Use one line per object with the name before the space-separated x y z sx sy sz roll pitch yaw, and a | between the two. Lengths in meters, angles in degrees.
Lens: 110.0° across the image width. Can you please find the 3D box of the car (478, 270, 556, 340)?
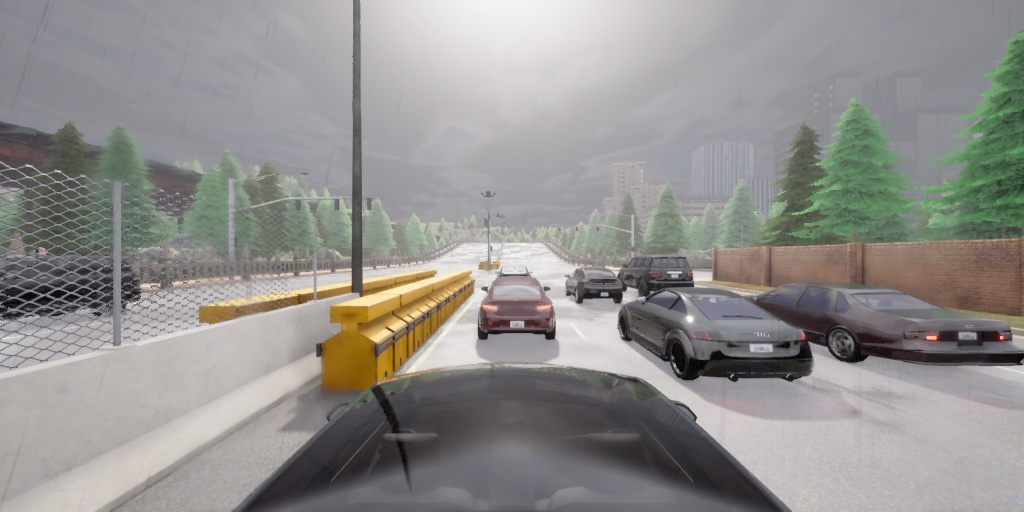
car | 0.109 1.276 9.863 1.812 1.442 4.674 0 0 0

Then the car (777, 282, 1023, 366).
car | 7.106 1.297 8.099 2.033 1.411 5.357 0 0 0

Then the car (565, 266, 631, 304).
car | 3.613 1.255 16.401 1.837 1.490 4.892 0 0 0

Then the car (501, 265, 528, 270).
car | 0.116 1.241 19.109 2.128 1.511 4.902 0 0 0

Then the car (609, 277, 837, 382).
car | 3.610 1.314 7.234 1.994 1.385 4.181 0 0 -1

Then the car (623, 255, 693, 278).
car | 7.114 0.972 18.341 2.150 2.045 5.566 0 0 0

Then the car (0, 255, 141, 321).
car | -14.054 0.974 10.139 2.150 2.045 5.566 0 0 0
